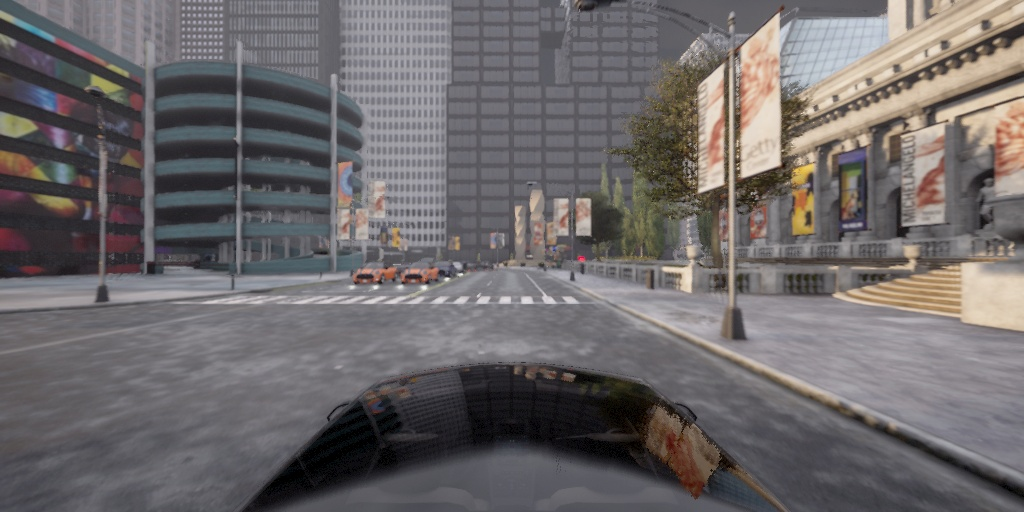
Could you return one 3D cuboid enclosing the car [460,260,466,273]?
[{"bbox_3d":[-7.336,1.477,46.725,1.812,1.442,4.674,0,0,-7],"label":"car"}]

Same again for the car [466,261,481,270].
[{"bbox_3d":[-7.370,1.499,59.378,2.128,1.511,4.902,0,0,-25],"label":"car"}]

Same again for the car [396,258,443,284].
[{"bbox_3d":[-7.093,1.220,28.039,2.097,1.767,4.553,0,0,0],"label":"car"}]

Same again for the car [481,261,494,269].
[{"bbox_3d":[-4.682,1.544,61.821,1.812,1.442,4.674,0,0,-29],"label":"car"}]

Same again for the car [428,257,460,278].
[{"bbox_3d":[-7.073,1.260,36.963,2.097,1.767,4.553,0,0,0],"label":"car"}]

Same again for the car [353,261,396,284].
[{"bbox_3d":[-10.593,1.220,28.065,2.097,1.767,4.553,0,0,0],"label":"car"}]

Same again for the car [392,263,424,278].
[{"bbox_3d":[-10.573,1.470,36.668,1.994,1.385,4.181,0,0,0],"label":"car"}]
